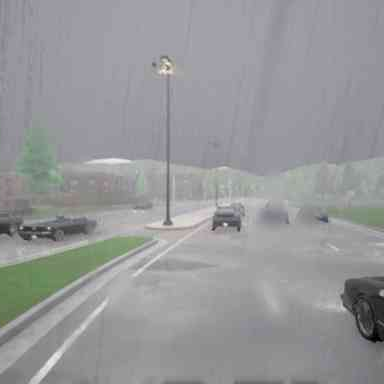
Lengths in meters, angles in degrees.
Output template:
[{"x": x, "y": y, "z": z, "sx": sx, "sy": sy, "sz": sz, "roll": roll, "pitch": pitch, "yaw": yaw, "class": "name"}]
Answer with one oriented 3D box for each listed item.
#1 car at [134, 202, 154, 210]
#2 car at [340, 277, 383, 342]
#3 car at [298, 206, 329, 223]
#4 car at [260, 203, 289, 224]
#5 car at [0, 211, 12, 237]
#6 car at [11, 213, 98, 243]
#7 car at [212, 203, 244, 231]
[{"x": -7.619, "y": 2.239, "z": 53.196, "sx": 2.033, "sy": 1.411, "sz": 5.357, "roll": 0, "pitch": -1, "yaw": 10, "class": "car"}, {"x": 3.560, "y": 1.591, "z": 3.538, "sx": 2.033, "sy": 1.411, "sz": 5.357, "roll": 0, "pitch": -1, "yaw": 1, "class": "car"}, {"x": 10.658, "y": 1.912, "z": 29.405, "sx": 1.994, "sy": 1.385, "sz": 4.181, "roll": 0, "pitch": -1, "yaw": 10, "class": "car"}, {"x": 6.902, "y": 1.686, "z": 28.217, "sx": 2.097, "sy": 1.767, "sz": 4.553, "roll": 0, "pitch": -1, "yaw": 10, "class": "car"}, {"x": -10.714, "y": 1.689, "z": 16.789, "sx": 2.128, "sy": 1.511, "sz": 4.902, "roll": 0, "pitch": -1, "yaw": 12, "class": "car"}, {"x": -6.934, "y": 1.809, "z": 17.665, "sx": 1.895, "sy": 1.301, "sz": 4.718, "roll": 0, "pitch": -1, "yaw": 11, "class": "car"}, {"x": 2.458, "y": 1.777, "z": 22.956, "sx": 1.837, "sy": 1.490, "sz": 4.892, "roll": 0, "pitch": -1, "yaw": 9, "class": "car"}]
